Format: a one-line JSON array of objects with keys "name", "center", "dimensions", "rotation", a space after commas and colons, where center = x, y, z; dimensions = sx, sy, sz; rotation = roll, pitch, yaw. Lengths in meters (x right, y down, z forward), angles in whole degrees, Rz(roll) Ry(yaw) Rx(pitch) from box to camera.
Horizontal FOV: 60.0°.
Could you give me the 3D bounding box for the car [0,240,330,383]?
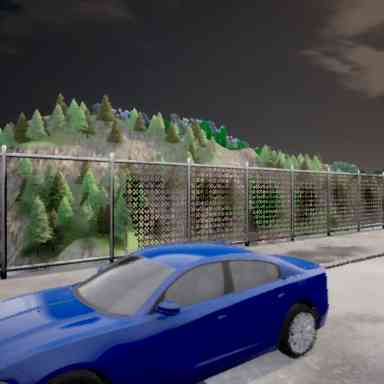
[{"name": "car", "center": [-0.222, 1.477, 4.439], "dimensions": [5.008, 1.535, 1.882], "rotation": [0, 0, -35]}]
